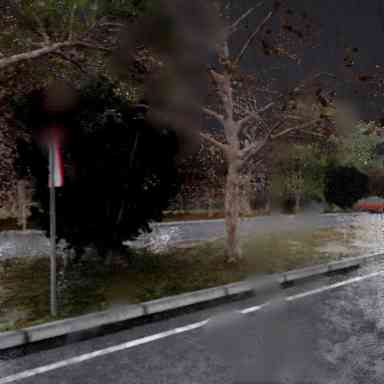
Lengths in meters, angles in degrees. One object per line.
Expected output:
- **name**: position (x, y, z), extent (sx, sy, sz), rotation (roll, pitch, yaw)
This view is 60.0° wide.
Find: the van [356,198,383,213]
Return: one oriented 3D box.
- **van**: position (25.340, 1.850, 46.678), extent (1.878, 1.987, 4.442), rotation (2, -1, -36)
